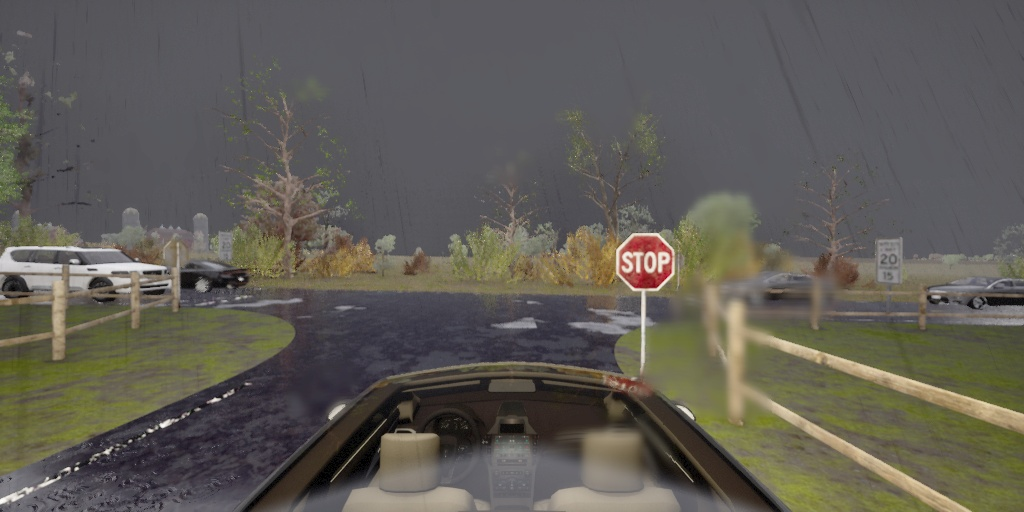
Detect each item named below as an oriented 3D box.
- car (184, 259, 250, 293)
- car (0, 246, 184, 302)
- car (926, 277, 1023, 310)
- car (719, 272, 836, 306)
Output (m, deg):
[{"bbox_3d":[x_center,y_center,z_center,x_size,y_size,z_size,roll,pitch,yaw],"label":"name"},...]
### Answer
[{"bbox_3d":[-15.608,0.916,17.430,5.008,1.535,1.882,1,0,1],"label":"car"},{"bbox_3d":[-17.107,0.661,14.461,5.566,2.045,2.150,1,1,0],"label":"car"},{"bbox_3d":[22.895,1.757,17.289,4.902,1.511,2.128,1,1,0],"label":"car"},{"bbox_3d":[12.721,1.539,17.319,4.902,1.511,2.128,1,1,0],"label":"car"}]
